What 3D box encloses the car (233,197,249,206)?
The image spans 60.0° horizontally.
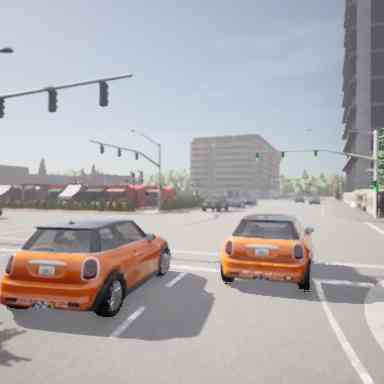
[{"bbox_3d":[6.704,1.553,50.779,2.097,1.767,4.553,0,0,22],"label":"car"}]

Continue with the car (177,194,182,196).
[{"bbox_3d":[-3.590,1.478,83.476,4.605,1.855,1.932,0,0,22],"label":"car"}]

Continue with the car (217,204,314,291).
[{"bbox_3d":[2.334,1.395,9.535,2.097,1.767,4.553,0,0,20],"label":"car"}]

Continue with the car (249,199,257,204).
[{"bbox_3d":[10.444,1.850,60.029,1.895,1.301,4.718,0,0,22],"label":"car"}]

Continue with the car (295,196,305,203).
[{"bbox_3d":[25.516,1.731,78.749,2.097,1.767,4.553,0,0,22],"label":"car"}]

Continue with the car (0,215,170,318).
[{"bbox_3d":[-2.031,1.370,7.775,2.097,1.767,4.553,0,0,12],"label":"car"}]

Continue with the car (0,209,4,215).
[{"bbox_3d":[-18.918,1.676,29.222,4.718,1.301,1.895,0,0,22],"label":"car"}]

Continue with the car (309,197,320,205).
[{"bbox_3d":[25.100,1.934,68.277,1.895,1.301,4.718,0,0,22],"label":"car"}]

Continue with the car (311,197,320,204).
[{"bbox_3d":[28.790,1.886,77.513,1.837,1.490,4.892,0,0,22],"label":"car"}]

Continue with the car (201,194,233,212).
[{"bbox_3d":[2.998,1.376,41.524,2.150,2.045,5.566,0,0,22],"label":"car"}]
